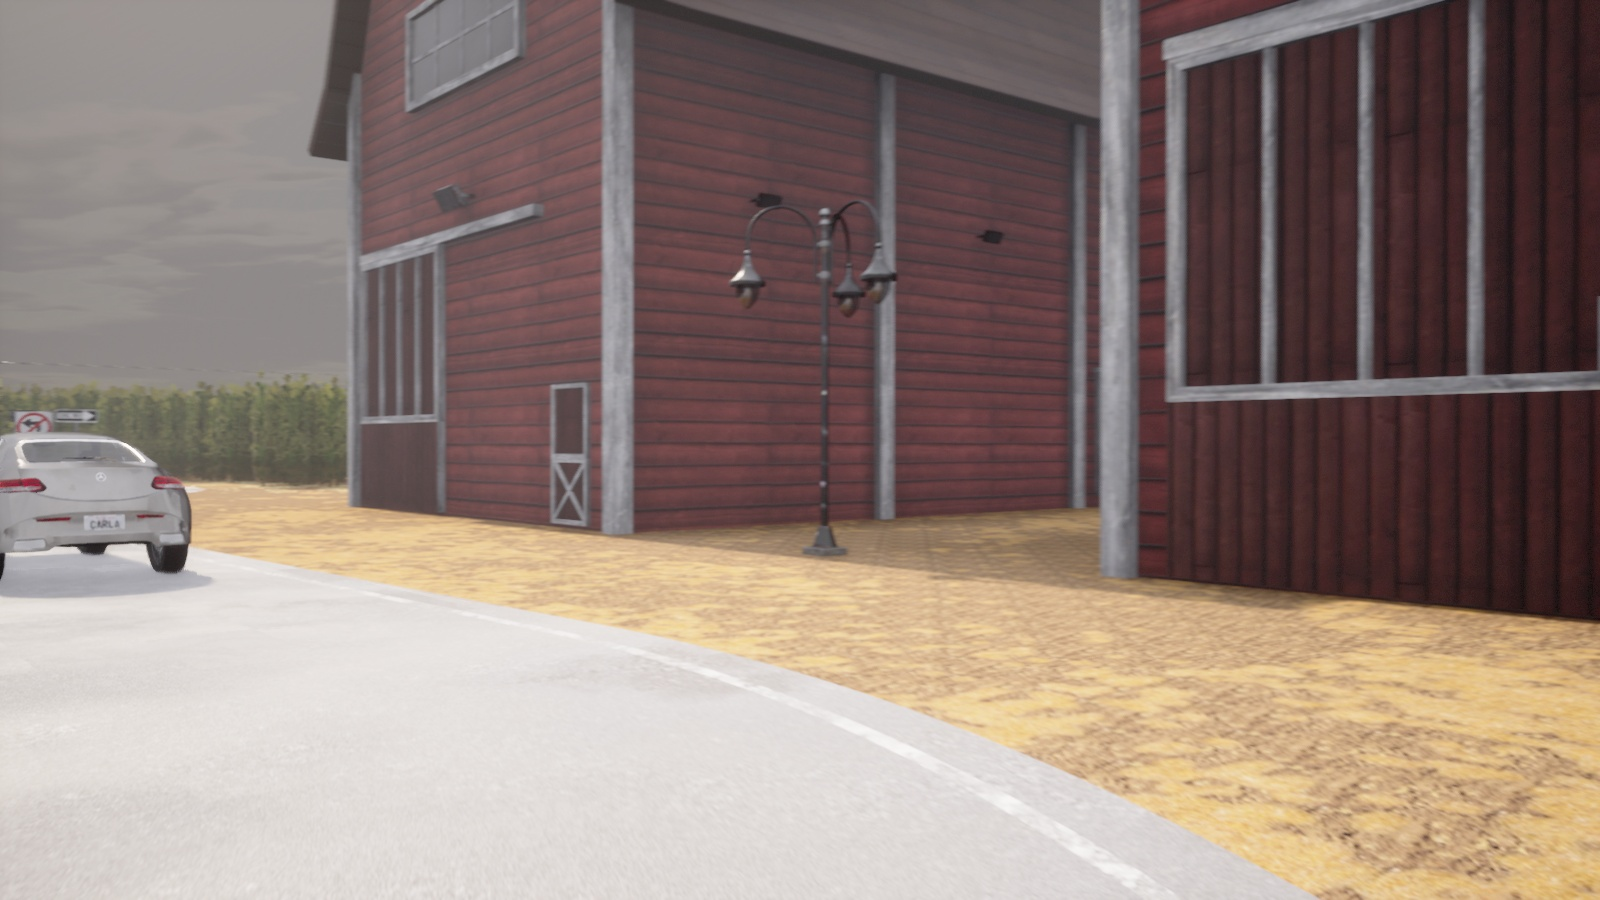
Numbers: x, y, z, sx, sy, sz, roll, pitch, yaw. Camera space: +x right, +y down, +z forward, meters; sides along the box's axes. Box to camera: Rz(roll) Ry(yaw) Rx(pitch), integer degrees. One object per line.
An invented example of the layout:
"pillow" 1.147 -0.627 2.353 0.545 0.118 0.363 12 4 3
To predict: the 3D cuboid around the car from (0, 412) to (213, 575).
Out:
"car" -9.094 0.423 15.225 2.152 1.651 5.027 0 0 -43
